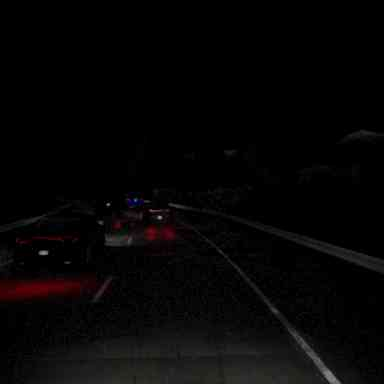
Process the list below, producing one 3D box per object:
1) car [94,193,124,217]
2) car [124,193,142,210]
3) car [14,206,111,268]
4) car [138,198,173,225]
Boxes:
[{"bbox_3d":[-7.511,1.126,29.701,2.150,2.045,5.566,0,0,-15],"label":"car"},{"bbox_3d":[-7.436,1.083,41.041,2.150,2.045,5.566,0,0,-20],"label":"car"},{"bbox_3d":[-4.161,1.443,11.231,1.882,1.535,5.008,0,0,-6],"label":"car"},{"bbox_3d":[-2.515,1.408,23.554,2.128,1.511,4.902,0,0,-11],"label":"car"}]
